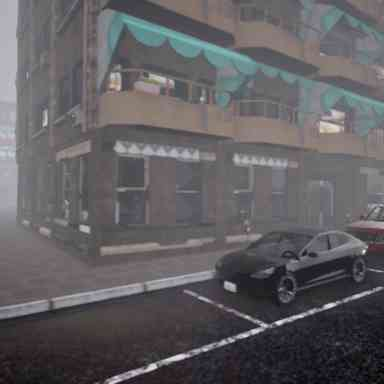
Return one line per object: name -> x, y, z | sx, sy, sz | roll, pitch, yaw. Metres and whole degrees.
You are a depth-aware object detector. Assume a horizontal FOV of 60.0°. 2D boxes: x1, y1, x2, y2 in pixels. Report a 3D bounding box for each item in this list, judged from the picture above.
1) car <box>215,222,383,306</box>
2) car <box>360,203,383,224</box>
car -> 2.560, 1.563, 8.066 | 4.313, 1.339, 1.947 | 0, 1, -35
car -> 7.166, 1.311, 11.332 | 5.009, 1.841, 2.192 | 0, 1, -35
